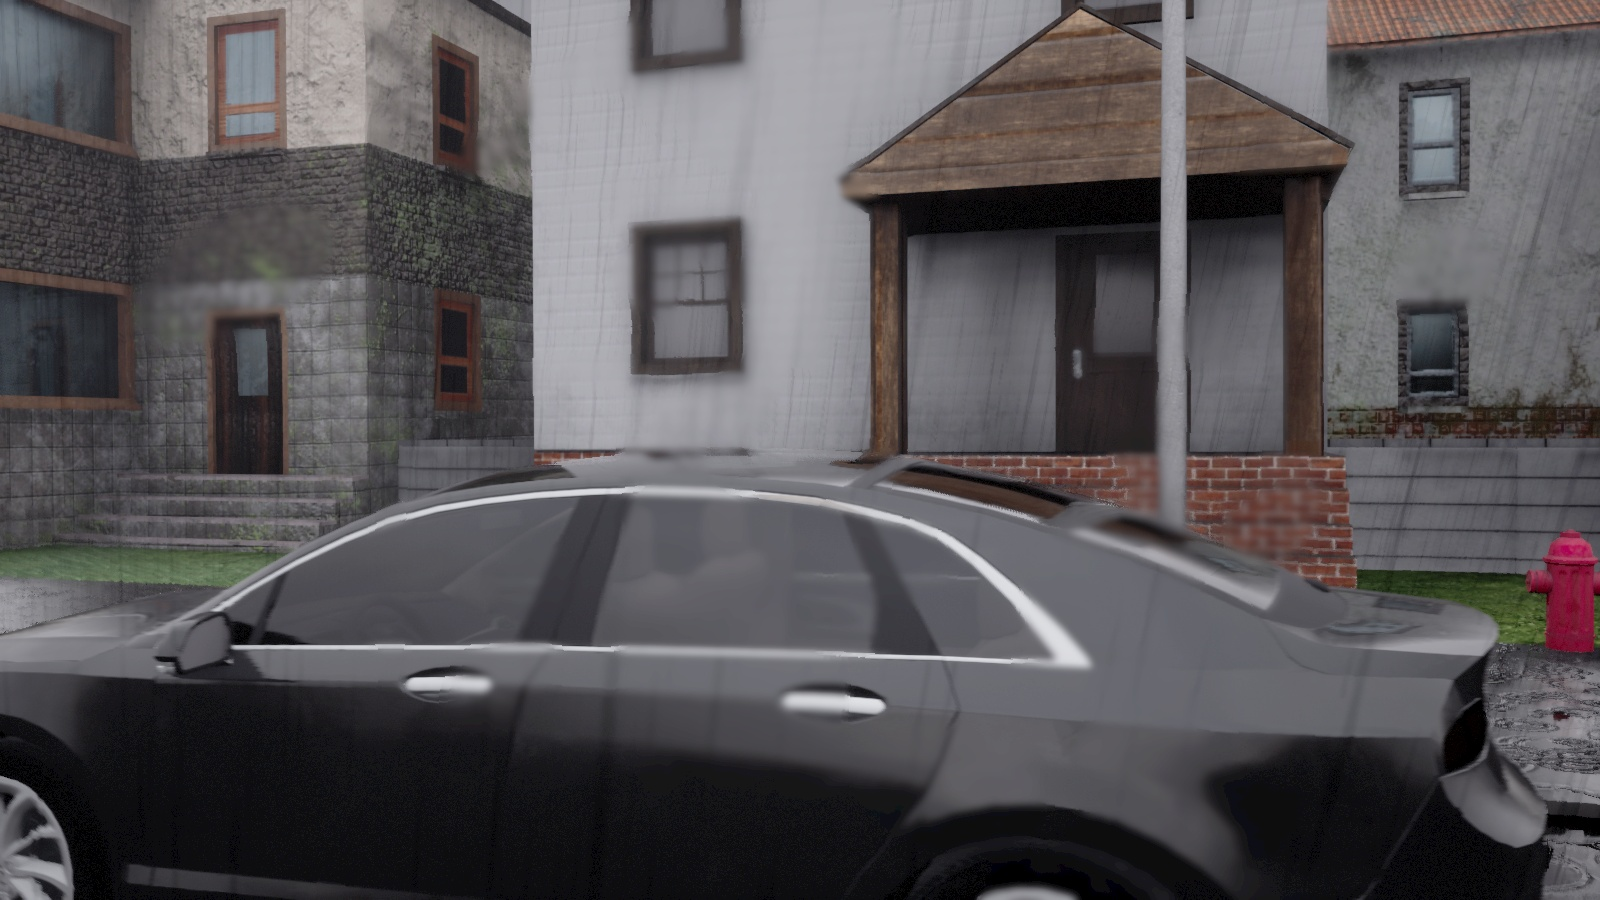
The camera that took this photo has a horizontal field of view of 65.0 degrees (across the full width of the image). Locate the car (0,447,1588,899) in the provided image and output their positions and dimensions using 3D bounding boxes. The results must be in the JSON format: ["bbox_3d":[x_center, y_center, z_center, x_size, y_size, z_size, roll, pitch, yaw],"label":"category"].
[{"bbox_3d":[-0.626,0.767,3.902,4.892,1.490,1.837,1,1,18],"label":"car"}]
